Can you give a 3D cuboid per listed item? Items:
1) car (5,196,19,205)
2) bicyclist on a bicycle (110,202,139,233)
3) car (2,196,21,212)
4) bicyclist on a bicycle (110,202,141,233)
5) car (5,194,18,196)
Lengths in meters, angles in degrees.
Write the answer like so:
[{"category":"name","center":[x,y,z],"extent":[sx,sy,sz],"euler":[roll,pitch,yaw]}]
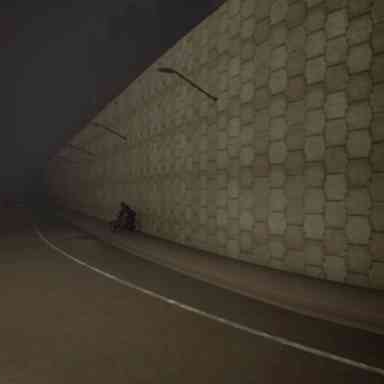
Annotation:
[{"category":"car","center":[-32.348,1.529,59.861],"extent":[2.128,1.511,4.902],"euler":[1,0,-28]},{"category":"bicyclist on a bicycle","center":[-3.677,1.365,18.198],"extent":[0.582,1.620,1.656],"euler":[-1,-1,33]},{"category":"car","center":[-21.674,1.576,39.873],"extent":[2.033,1.411,5.357],"euler":[1,0,-28]},{"category":"bicyclist on a bicycle","center":[-3.536,1.376,17.605],"extent":[1.656,1.620,0.582],"euler":[0,-2,1]},{"category":"car","center":[-27.506,1.258,50.700],"extent":[2.150,2.045,5.566],"euler":[1,0,-28]}]
